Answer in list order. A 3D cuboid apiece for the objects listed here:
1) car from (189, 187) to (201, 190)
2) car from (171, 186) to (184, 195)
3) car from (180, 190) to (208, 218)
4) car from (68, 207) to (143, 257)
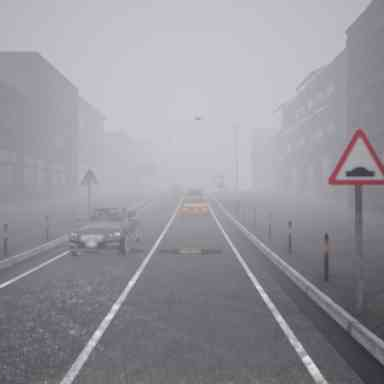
[{"bbox_3d":[0.398,0.134,42.665,1.837,1.490,4.892,0,3,1],"label":"car"},{"bbox_3d":[-2.329,-0.278,54.972,2.033,1.411,5.357,0,2,4],"label":"car"},{"bbox_3d":[0.251,0.969,24.755,1.801,1.575,5.366,0,2,0],"label":"car"},{"bbox_3d":[-3.030,1.332,12.513,2.128,1.511,4.902,0,0,0],"label":"car"}]
